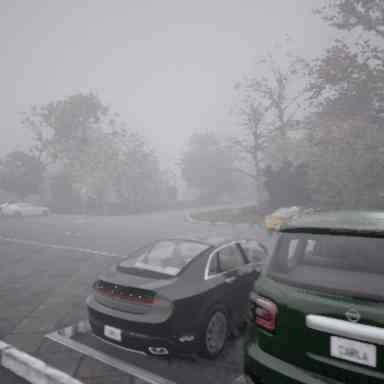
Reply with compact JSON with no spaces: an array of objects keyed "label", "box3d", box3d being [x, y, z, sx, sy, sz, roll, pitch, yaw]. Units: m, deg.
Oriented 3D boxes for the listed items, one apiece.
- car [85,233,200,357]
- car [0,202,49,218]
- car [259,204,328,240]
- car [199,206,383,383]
[{"label":"car","box3d":[0.404,1.502,6.151,2.231,1.521,4.892,-1,0,36]},{"label":"car","box3d":[-17.409,1.889,34.966,2.002,1.452,4.674,-1,0,36]},{"label":"car","box3d":[5.761,1.523,18.400,2.097,1.535,5.008,-1,0,36]},{"label":"car","box3d":[2.702,1.229,4.552,2.435,2.045,5.566,0,0,36]}]
